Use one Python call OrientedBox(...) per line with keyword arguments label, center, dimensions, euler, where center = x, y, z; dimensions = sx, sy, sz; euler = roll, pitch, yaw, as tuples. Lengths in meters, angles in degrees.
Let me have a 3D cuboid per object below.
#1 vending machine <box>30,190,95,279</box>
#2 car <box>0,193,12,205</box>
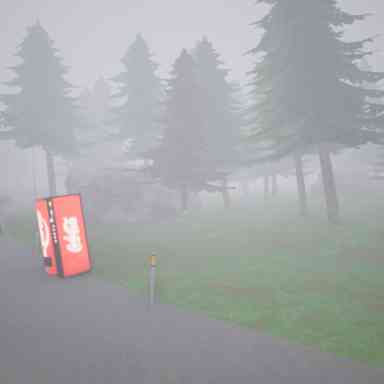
OrientedBox(label="vending machine", center=(-3.457, 1.099, 8.903), dimensions=(1.100, 2.100, 0.880), euler=(-9, 1, -45))
OrientedBox(label="car", center=(-22.118, 0.890, 37.556), dimensions=(2.128, 1.511, 4.902), euler=(-4, 2, -6))
